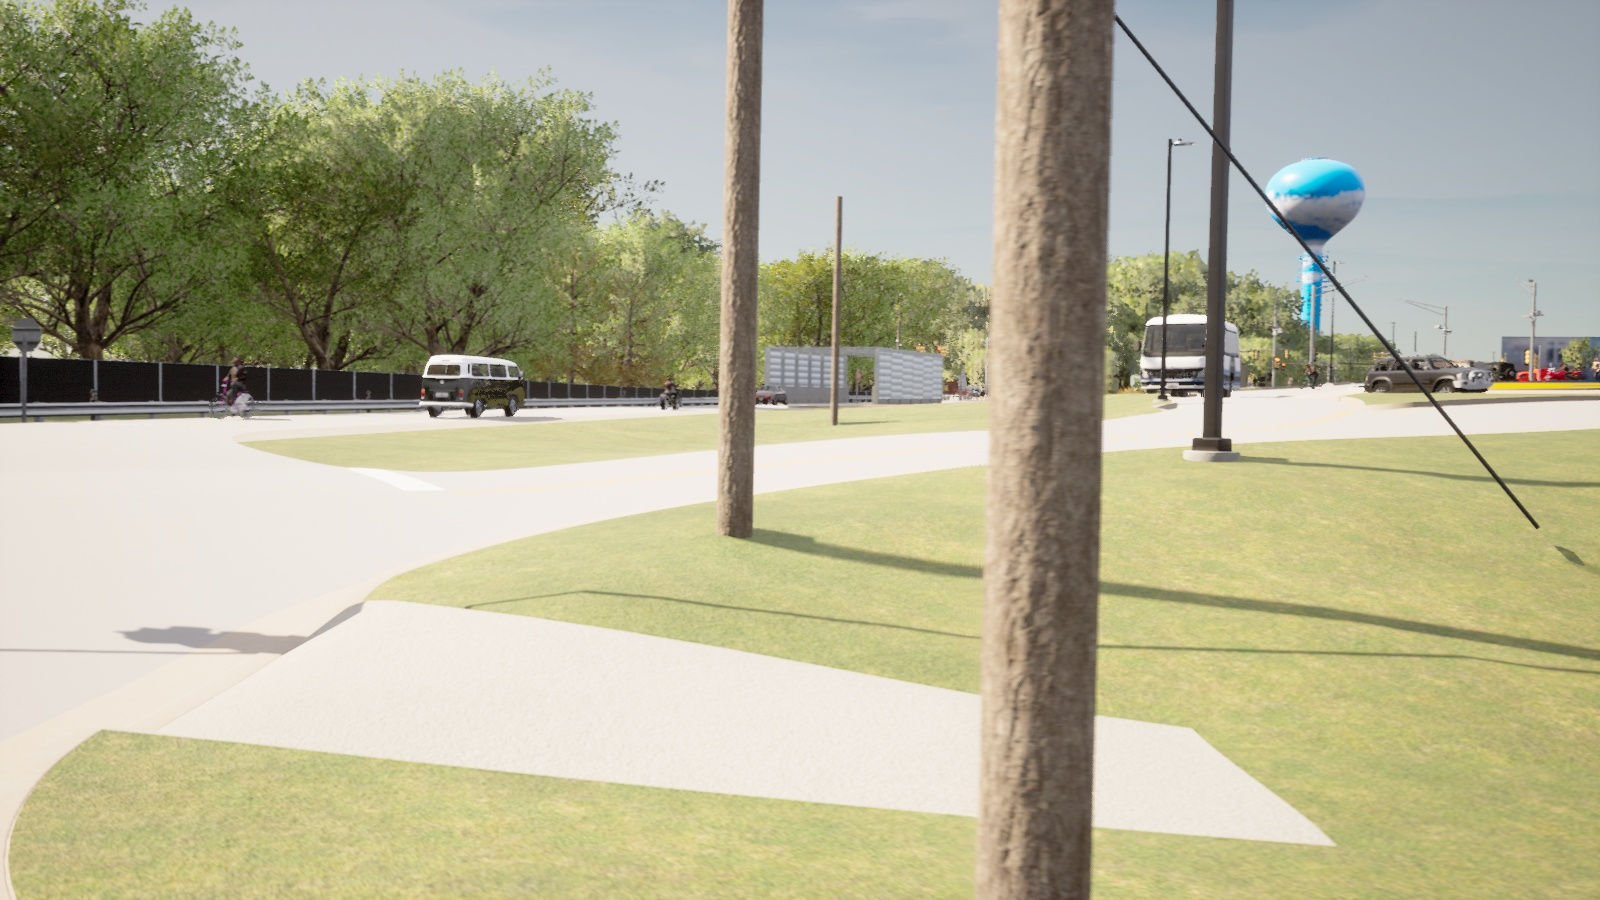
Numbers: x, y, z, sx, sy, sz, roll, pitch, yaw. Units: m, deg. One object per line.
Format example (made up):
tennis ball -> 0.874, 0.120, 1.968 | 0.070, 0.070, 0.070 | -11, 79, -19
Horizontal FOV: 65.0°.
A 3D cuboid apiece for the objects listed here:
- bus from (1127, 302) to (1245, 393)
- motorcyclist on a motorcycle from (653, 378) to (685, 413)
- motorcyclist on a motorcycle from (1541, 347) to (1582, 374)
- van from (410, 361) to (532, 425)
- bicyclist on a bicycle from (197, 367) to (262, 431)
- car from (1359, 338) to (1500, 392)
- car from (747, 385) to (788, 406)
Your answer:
bus -> 20.159, -5.115, 65.044 | 3.944, 4.253, 10.273 | 0, 3, 28
motorcyclist on a motorcycle -> -6.313, -2.623, 60.788 | 0.766, 1.649, 2.350 | 1, 3, 14
motorcyclist on a motorcycle -> 45.720, -5.351, 75.427 | 2.044, 1.523, 0.797 | -1, 2, 25
van -> -10.945, -1.926, 42.159 | 2.069, 2.038, 4.480 | 1, 3, 13
bicyclist on a bicycle -> -16.088, -1.442, 35.463 | 0.659, 1.776, 1.843 | 1, 3, 12
car -> 24.436, -3.278, 48.906 | 1.932, 1.855, 4.605 | -6, 5, -26
car -> -2.310, -3.924, 90.641 | 1.816, 1.474, 4.193 | 1, 3, 16
